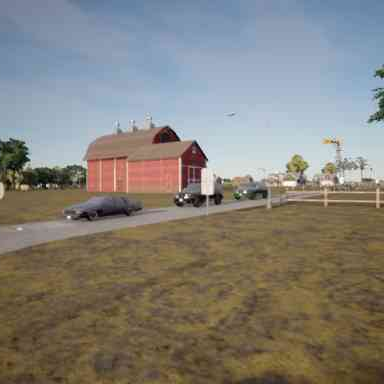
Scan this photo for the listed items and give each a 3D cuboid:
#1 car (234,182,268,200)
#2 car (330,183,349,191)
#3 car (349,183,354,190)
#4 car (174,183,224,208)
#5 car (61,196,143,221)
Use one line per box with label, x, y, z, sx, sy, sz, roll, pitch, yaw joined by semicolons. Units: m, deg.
car;6.910;-0.167;38.490;2.150;2.045;5.566;0;2;36
car;26.979;-0.859;61.660;2.033;1.411;5.357;0;2;35
car;33.009;-1.213;70.303;1.837;1.490;4.892;0;2;35
car;0.717;0.219;29.798;2.150;2.045;5.566;0;2;36
car;-5.484;0.941;21.085;2.033;1.411;5.357;0;2;35
